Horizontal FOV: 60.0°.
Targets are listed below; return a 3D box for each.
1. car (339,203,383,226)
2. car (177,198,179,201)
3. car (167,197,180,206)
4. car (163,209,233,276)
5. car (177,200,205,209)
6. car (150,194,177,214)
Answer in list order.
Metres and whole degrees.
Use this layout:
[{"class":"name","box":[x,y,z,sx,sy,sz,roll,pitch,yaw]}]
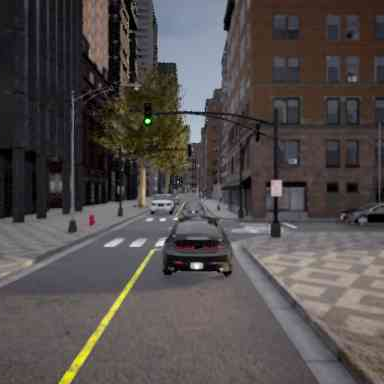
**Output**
[{"class":"car","box":[12.611,1.474,22.545,4.902,1.511,2.128,0,0,0]},{"class":"car","box":[-3.097,1.608,45.214,1.895,1.301,4.718,0,0,0]},{"class":"car","box":[-3.029,1.573,55.291,1.994,1.385,4.181,0,0,1]},{"class":"car","box":[0.226,1.506,10.331,1.837,1.490,4.892,0,0,3]},{"class":"car","box":[0.095,1.548,27.082,2.033,1.411,5.357,0,0,0]},{"class":"car","box":[-3.089,1.227,35.340,2.150,2.045,5.566,0,0,0]}]
